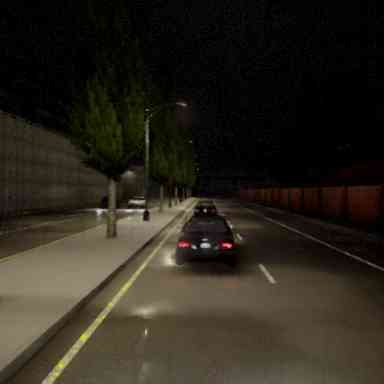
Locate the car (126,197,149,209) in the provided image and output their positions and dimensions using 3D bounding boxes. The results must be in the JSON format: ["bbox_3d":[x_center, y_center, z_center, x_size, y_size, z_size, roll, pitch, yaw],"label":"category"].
[{"bbox_3d":[-6.577,1.293,40.614,1.812,1.442,4.674,1,0,2],"label":"car"}]

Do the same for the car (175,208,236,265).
[{"bbox_3d":[0.472,1.505,11.561,2.033,1.411,5.357,1,0,2],"label":"car"}]

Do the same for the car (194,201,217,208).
[{"bbox_3d":[1.100,1.448,27.618,2.033,1.411,5.357,1,0,2],"label":"car"}]

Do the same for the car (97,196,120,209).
[{"bbox_3d":[-10.074,1.255,40.722,1.812,1.442,4.674,1,0,2],"label":"car"}]
